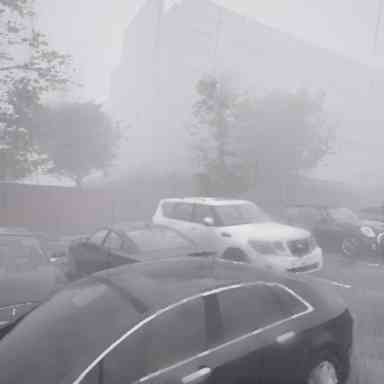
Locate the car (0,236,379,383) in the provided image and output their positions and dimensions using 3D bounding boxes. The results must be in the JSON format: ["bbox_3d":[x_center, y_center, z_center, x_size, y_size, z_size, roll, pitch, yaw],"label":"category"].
[{"bbox_3d":[-0.428,1.497,3.072,4.892,1.490,1.837,0,0,-36],"label":"car"}]

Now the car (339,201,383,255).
[{"bbox_3d":[5.257,1.287,12.757,2.185,1.767,4.553,0,0,-36],"label":"car"}]

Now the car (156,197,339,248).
[{"bbox_3d":[0.845,1.193,9.536,2.435,2.045,5.566,0,0,-36],"label":"car"}]

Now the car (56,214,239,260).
[{"bbox_3d":[-1.442,1.460,7.932,2.097,1.535,5.008,0,0,-35],"label":"car"}]
